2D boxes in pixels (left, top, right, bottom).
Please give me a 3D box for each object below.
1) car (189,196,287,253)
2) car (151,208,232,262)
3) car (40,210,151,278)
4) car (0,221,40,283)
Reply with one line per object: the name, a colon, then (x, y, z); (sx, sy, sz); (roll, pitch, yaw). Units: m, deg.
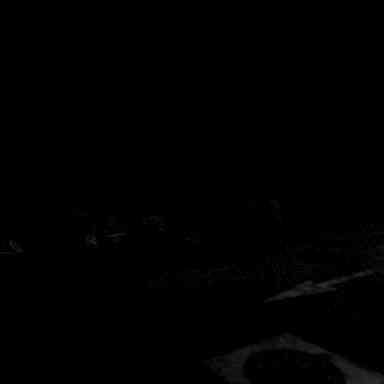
car: (1.079, 1.213, 13.821); (5.566, 2.045, 2.435); (-1, 0, 34)
car: (-1.355, 1.473, 12.061); (4.892, 1.521, 2.231); (-1, -1, 34)
car: (-3.788, 1.353, 10.281); (4.553, 1.767, 2.185); (-1, 0, 34)
car: (-6.296, 1.362, 8.565); (4.553, 1.767, 2.185); (-1, -1, 34)
